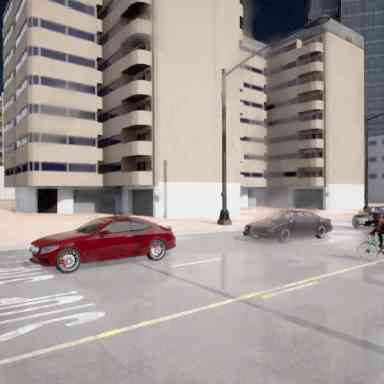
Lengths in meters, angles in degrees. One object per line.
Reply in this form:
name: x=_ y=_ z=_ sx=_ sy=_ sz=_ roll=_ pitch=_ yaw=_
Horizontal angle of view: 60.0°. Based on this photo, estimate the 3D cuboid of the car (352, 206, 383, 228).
car: x=12.770 y=1.726 z=22.670 sx=4.902 sy=1.511 sz=2.128 roll=1 pitch=-1 yaw=-38

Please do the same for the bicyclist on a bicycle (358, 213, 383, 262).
bicyclist on a bicycle: x=6.158 y=1.518 z=10.731 sx=0.582 sy=1.620 sz=1.656 roll=1 pitch=-2 yaw=-37

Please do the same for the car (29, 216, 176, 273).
car: x=-2.687 y=1.529 z=10.779 sx=4.674 sy=1.442 sz=1.812 roll=0 pitch=0 yaw=-38

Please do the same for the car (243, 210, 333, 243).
car: x=4.972 y=1.636 z=16.681 sx=5.357 sy=1.411 sz=2.033 roll=1 pitch=-1 yaw=-38
